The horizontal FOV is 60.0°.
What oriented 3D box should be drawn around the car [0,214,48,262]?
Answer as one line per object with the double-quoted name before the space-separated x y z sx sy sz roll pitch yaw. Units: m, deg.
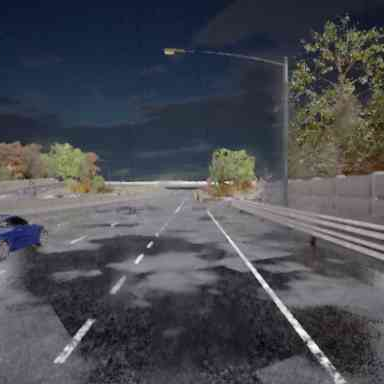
"car" -6.907 1.496 11.898 1.812 1.442 4.674 0 0 0
